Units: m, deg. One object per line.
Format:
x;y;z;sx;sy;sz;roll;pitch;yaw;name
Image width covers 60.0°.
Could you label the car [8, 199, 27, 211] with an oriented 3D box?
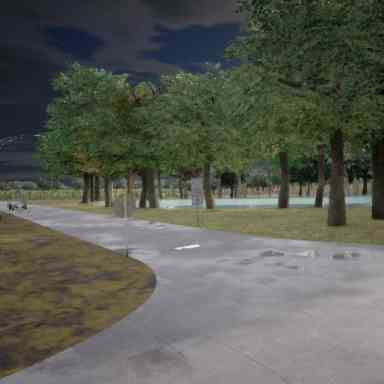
-24.221;1.736;46.121;2.128;1.511;4.902;-3;1;-36;car
